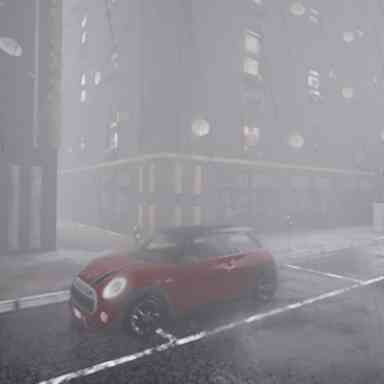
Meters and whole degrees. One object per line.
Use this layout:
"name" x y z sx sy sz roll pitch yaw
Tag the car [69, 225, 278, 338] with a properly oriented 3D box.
"car" -0.230 1.436 6.551 4.097 1.590 1.967 0 1 -36
